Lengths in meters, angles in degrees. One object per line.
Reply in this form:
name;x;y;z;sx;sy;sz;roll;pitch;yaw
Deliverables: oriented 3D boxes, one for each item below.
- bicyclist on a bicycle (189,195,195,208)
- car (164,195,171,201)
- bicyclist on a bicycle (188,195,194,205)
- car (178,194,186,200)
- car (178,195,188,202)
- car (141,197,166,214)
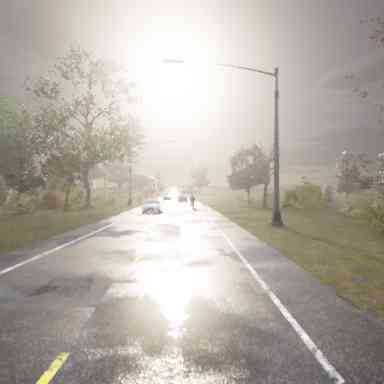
bicyclist on a bicycle;0.181;1.304;45.415;0.659;1.776;1.843;0;0;-2
car;-5.598;1.399;75.181;1.895;1.301;4.718;0;0;-3
bicyclist on a bicycle;-0.172;1.354;55.445;0.866;1.612;1.509;0;0;-2
car;-2.605;1.346;84.523;2.033;1.411;5.357;0;0;-3
car;-1.999;1.441;73.430;1.994;1.385;4.181;0;0;-3
car;-4.056;1.477;34.473;1.812;1.442;4.674;0;0;-1
